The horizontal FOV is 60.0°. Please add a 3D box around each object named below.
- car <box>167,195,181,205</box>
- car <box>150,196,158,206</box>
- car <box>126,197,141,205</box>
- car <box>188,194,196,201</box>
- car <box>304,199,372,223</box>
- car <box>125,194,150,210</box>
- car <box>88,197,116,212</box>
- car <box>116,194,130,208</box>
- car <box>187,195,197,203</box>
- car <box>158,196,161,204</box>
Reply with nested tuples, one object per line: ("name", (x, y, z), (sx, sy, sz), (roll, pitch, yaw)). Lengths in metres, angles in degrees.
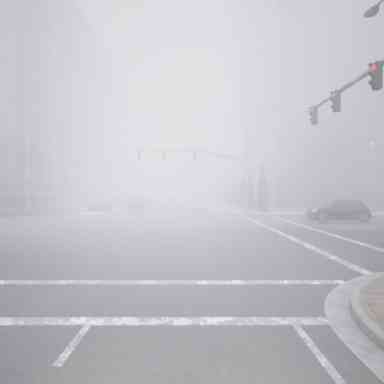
("car", (-3.400, 1.526, 57.959), (2.033, 1.411, 5.357), (0, 0, 0))
("car", (-7.069, 1.458, 52.909), (1.882, 1.535, 5.008), (0, 0, 0))
("car", (-10.567, 1.542, 59.974), (1.994, 1.385, 4.181), (0, 0, 0))
("car", (0.001, 1.345, 79.960), (1.882, 1.535, 5.008), (0, 0, 0))
("car", (10.964, 1.343, 25.213), (4.553, 1.767, 2.097), (0, 0, 2))
("car", (-7.076, 1.461, 43.642), (1.882, 1.535, 5.008), (0, 0, 0))
("car", (-10.599, 1.550, 38.664), (1.994, 1.385, 4.181), (0, 0, 1))
("car", (-10.586, 1.474, 47.533), (2.128, 1.511, 4.902), (0, 0, 0))
("car", (0.001, 1.451, 70.565), (1.882, 1.535, 5.008), (0, 0, 0))
("car", (-7.034, 1.524, 64.648), (2.033, 1.411, 5.357), (0, 0, 1))
